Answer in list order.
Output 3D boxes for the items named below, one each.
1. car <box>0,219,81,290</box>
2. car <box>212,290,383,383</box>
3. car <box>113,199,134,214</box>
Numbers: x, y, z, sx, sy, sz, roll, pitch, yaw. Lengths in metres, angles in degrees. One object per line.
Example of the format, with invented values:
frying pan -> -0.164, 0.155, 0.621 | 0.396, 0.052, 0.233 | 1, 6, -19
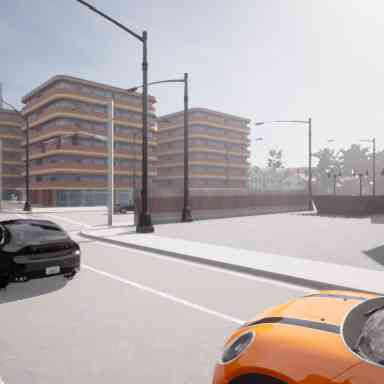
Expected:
car -> -4.801, 1.506, 9.260 | 1.837, 1.490, 4.892 | 0, 0, -43
car -> 2.331, 1.352, 2.292 | 4.553, 1.767, 2.097 | 0, 0, 40
car -> -6.353, 1.491, 34.956 | 4.902, 1.511, 2.128 | 0, 0, -44
